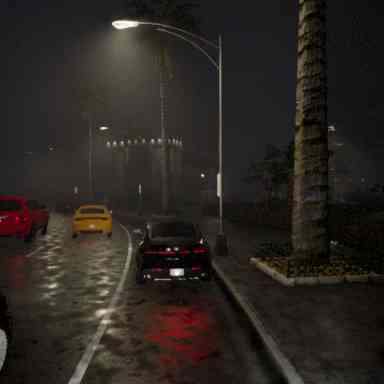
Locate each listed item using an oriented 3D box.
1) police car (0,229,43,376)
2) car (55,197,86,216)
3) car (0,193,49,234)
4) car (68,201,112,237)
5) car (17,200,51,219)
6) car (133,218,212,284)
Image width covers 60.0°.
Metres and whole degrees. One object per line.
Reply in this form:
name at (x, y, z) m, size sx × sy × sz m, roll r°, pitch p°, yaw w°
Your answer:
police car at (-3.141, 1.422, 2.341) m, size 1.930 × 1.638 × 5.238 m, roll 0°, pitch 0°, yaw -2°
car at (-12.262, 1.515, 33.095) m, size 1.812 × 1.442 × 4.674 m, roll 0°, pitch 0°, yaw -35°
car at (-8.386, 1.218, 15.880) m, size 2.150 × 2.045 × 5.566 m, roll 0°, pitch 0°, yaw -13°
car at (-5.429, 1.473, 18.253) m, size 1.882 × 1.535 × 5.008 m, roll 0°, pitch 0°, yaw -15°
car at (-14.432, 1.536, 30.152) m, size 2.033 × 1.411 × 5.357 m, roll 0°, pitch 0°, yaw -34°
car at (-0.632, 1.504, 9.664) m, size 1.837 × 1.490 × 4.892 m, roll 0°, pitch 0°, yaw -7°
